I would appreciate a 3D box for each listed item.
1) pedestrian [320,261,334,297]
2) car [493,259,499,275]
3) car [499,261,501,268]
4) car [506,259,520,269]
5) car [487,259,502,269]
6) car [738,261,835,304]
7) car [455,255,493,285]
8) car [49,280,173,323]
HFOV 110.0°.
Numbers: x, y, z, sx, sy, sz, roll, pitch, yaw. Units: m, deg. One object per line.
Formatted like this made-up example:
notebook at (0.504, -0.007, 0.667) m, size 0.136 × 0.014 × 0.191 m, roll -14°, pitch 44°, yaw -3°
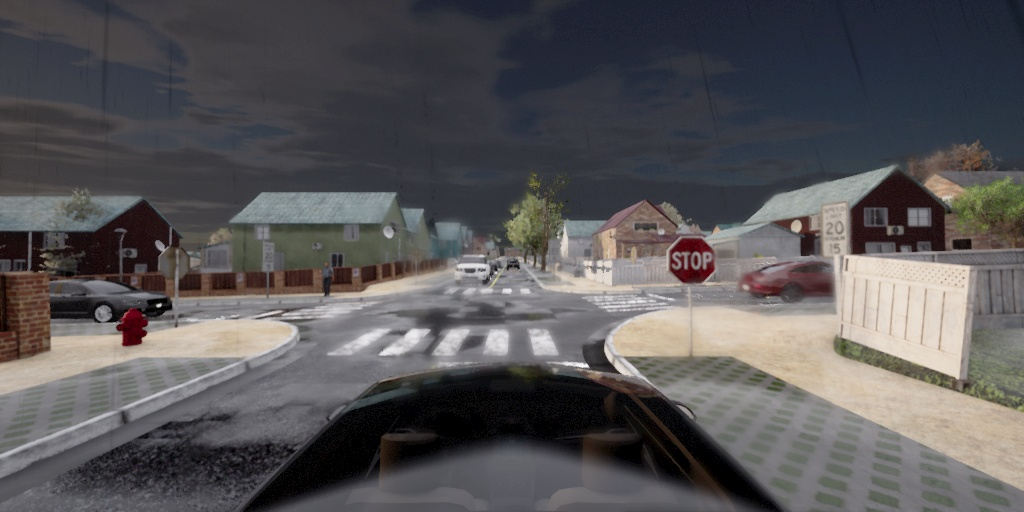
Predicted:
pedestrian at (-9.662, 1.186, 18.653) m, size 0.375 × 1.860 × 0.375 m, roll 0°, pitch 0°, yaw 0°
car at (-2.784, 1.192, 36.367) m, size 2.128 × 1.511 × 4.902 m, roll 0°, pitch 0°, yaw 0°
car at (-2.764, 1.162, 46.033) m, size 1.882 × 1.535 × 5.008 m, roll 0°, pitch 0°, yaw 0°
car at (0.193, 1.175, 53.758) m, size 1.837 × 1.490 × 4.892 m, roll 0°, pitch 0°, yaw 0°
car at (-2.711, 1.230, 55.949) m, size 1.994 × 1.385 × 4.181 m, roll 0°, pitch 0°, yaw 1°
car at (10.772, 0.903, 12.988) m, size 4.674 × 1.442 × 1.812 m, roll -2°, pitch -1°, yaw 0°
car at (-2.787, 0.938, 26.390) m, size 2.150 × 2.045 × 5.566 m, roll 0°, pitch 0°, yaw -1°
car at (-15.004, 1.584, 12.766) m, size 4.892 × 1.490 × 1.837 m, roll -2°, pitch -1°, yaw 0°
